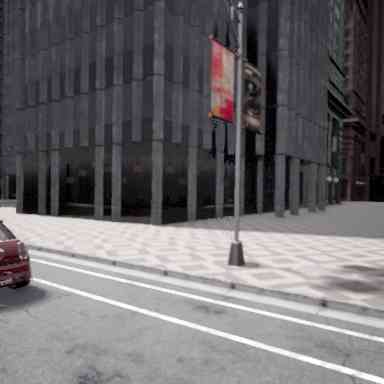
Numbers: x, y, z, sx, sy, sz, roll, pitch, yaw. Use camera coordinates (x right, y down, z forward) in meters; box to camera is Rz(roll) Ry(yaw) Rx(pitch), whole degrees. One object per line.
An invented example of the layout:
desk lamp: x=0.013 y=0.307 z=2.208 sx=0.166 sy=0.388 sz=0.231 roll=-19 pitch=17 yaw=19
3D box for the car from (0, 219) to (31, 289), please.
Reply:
car: x=-5.803 y=1.307 z=7.796 sx=4.553 sy=1.767 sz=2.097 roll=1 pitch=1 yaw=36
